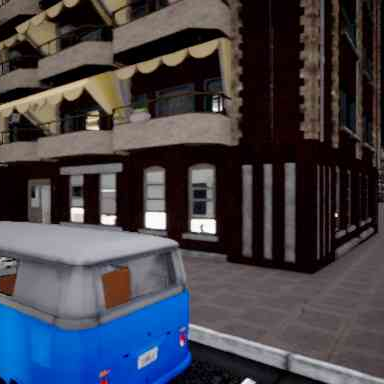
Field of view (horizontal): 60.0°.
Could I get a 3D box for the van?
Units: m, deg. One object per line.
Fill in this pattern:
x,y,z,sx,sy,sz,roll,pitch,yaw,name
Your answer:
-1.928,1.342,4.250,3.998,1.788,1.690,0,0,36,van
